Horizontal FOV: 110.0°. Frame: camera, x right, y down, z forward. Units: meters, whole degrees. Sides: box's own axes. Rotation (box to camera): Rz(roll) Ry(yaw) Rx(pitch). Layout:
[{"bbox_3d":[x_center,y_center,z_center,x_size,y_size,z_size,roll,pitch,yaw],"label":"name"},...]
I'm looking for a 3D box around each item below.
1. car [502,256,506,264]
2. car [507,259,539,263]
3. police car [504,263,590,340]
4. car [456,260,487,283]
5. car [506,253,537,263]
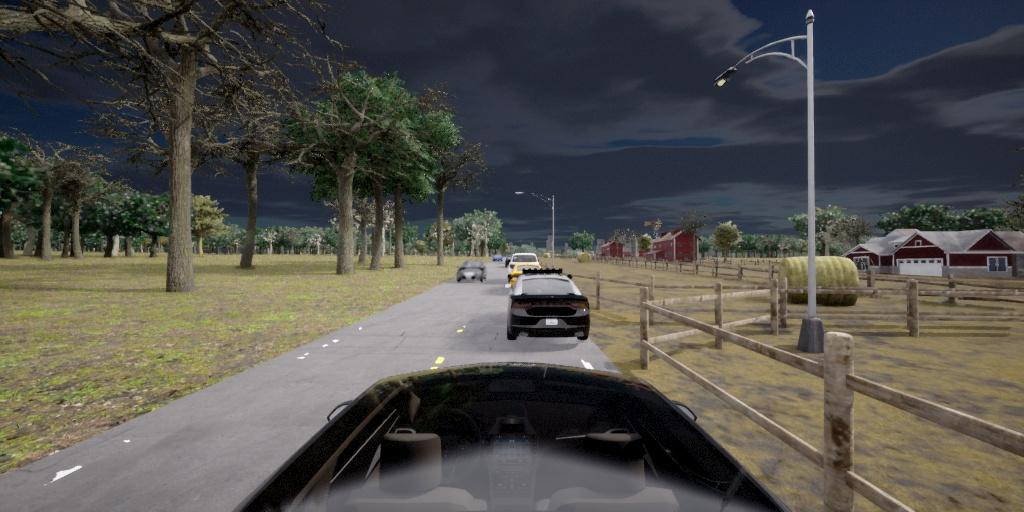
[{"bbox_3d":[0.048,0.747,49.291,1.882,1.535,5.008,0,1,1],"label":"car"},{"bbox_3d":[0.828,1.134,19.921,1.882,1.535,5.008,0,1,0],"label":"car"},{"bbox_3d":[0.826,1.156,10.030,1.930,1.638,5.238,0,0,0],"label":"police car"},{"bbox_3d":[-2.848,1.076,26.030,2.128,1.511,4.902,0,1,0],"label":"car"},{"bbox_3d":[0.828,0.810,25.952,2.150,2.045,5.566,0,1,0],"label":"car"}]
